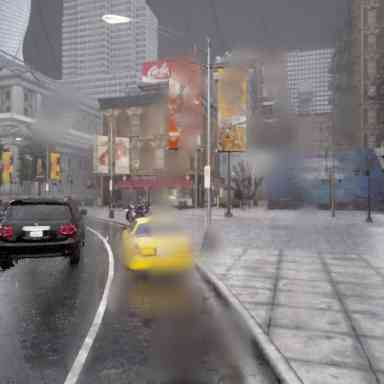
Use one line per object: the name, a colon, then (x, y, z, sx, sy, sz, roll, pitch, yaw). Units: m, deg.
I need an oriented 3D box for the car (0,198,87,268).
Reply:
car: (-4.939, 1.217, 11.537, 2.150, 2.045, 5.566, 0, 0, -16)

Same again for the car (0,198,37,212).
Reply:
car: (-20.128, 1.497, 38.354, 4.674, 1.452, 2.002, 0, 0, 37)

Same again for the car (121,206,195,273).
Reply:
car: (-1.291, 1.455, 10.787, 1.801, 1.575, 5.366, 0, 0, -14)

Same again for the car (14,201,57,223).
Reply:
car: (-12.532, 1.533, 26.456, 2.033, 1.411, 5.357, 0, 0, -37)
